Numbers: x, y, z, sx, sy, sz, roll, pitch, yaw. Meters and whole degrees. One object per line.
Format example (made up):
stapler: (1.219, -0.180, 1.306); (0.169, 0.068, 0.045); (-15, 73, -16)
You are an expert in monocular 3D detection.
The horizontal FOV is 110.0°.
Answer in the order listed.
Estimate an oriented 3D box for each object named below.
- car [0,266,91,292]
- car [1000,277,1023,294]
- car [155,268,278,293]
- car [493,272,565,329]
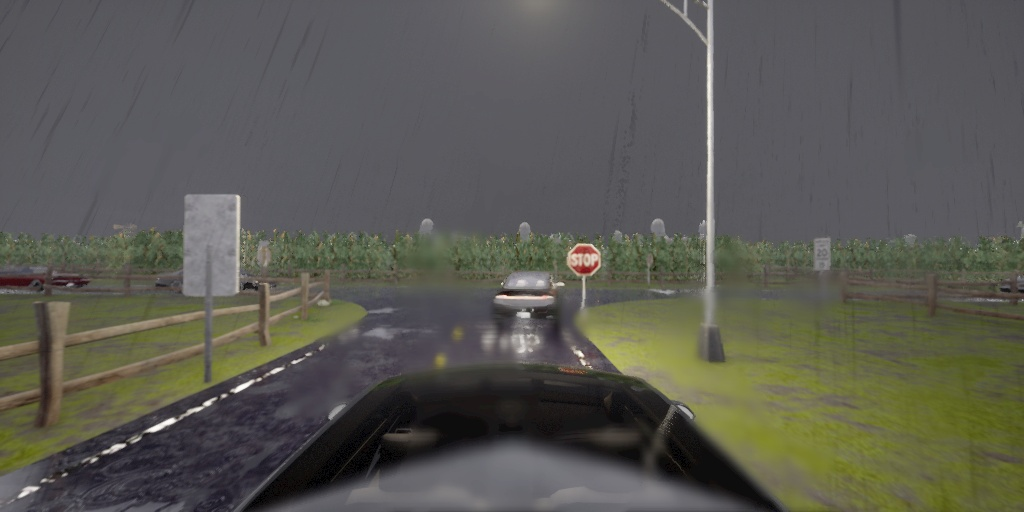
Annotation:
car: (-25.495, 1.193, 18.955); (4.718, 1.301, 1.895); (0, -1, 0)
car: (29.035, 1.551, 18.649); (5.357, 1.411, 2.033); (1, -1, 0)
car: (-15.466, 1.207, 18.898); (5.357, 1.411, 2.033); (0, -1, 0)
car: (0.623, 1.262, 11.348); (2.128, 1.511, 4.902); (0, 0, 7)
